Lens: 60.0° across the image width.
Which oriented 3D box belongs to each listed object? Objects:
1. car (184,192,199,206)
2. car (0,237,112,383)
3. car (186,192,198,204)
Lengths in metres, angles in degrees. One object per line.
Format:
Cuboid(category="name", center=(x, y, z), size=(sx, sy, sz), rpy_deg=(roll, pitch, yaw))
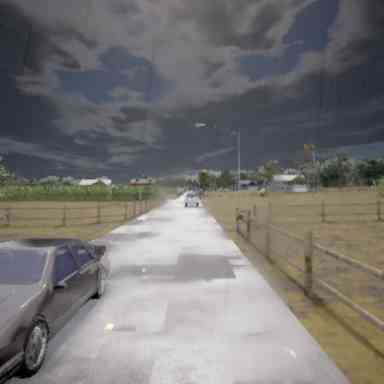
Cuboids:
Cuboid(category="car", center=(-0.022, 1.134, 52.170), size=(2.150, 2.045, 5.566), rpy_deg=(0, 0, 0))
Cuboid(category="car", center=(-2.825, 1.561, 5.803), size=(2.033, 1.411, 5.357), rpy_deg=(0, 0, 0))
Cuboid(category="car", center=(-0.027, 1.105, 62.657), size=(2.150, 2.045, 5.566), rpy_deg=(0, 0, 0))
